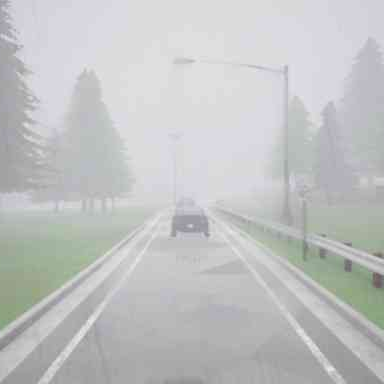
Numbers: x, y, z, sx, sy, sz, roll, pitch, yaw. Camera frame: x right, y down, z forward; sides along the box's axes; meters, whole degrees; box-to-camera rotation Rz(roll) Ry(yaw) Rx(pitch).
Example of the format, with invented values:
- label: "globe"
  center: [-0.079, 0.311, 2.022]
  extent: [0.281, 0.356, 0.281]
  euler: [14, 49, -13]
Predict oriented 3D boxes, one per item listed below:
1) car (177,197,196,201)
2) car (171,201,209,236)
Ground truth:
- label: "car"
  center: [-0.594, 1.320, 37.241]
  extent: [2.097, 1.767, 4.553]
  euler: [0, 0, -1]
- label: "car"
  center: [-0.127, 1.462, 18.293]
  extent: [1.882, 1.535, 5.008]
  euler: [0, 0, -1]
